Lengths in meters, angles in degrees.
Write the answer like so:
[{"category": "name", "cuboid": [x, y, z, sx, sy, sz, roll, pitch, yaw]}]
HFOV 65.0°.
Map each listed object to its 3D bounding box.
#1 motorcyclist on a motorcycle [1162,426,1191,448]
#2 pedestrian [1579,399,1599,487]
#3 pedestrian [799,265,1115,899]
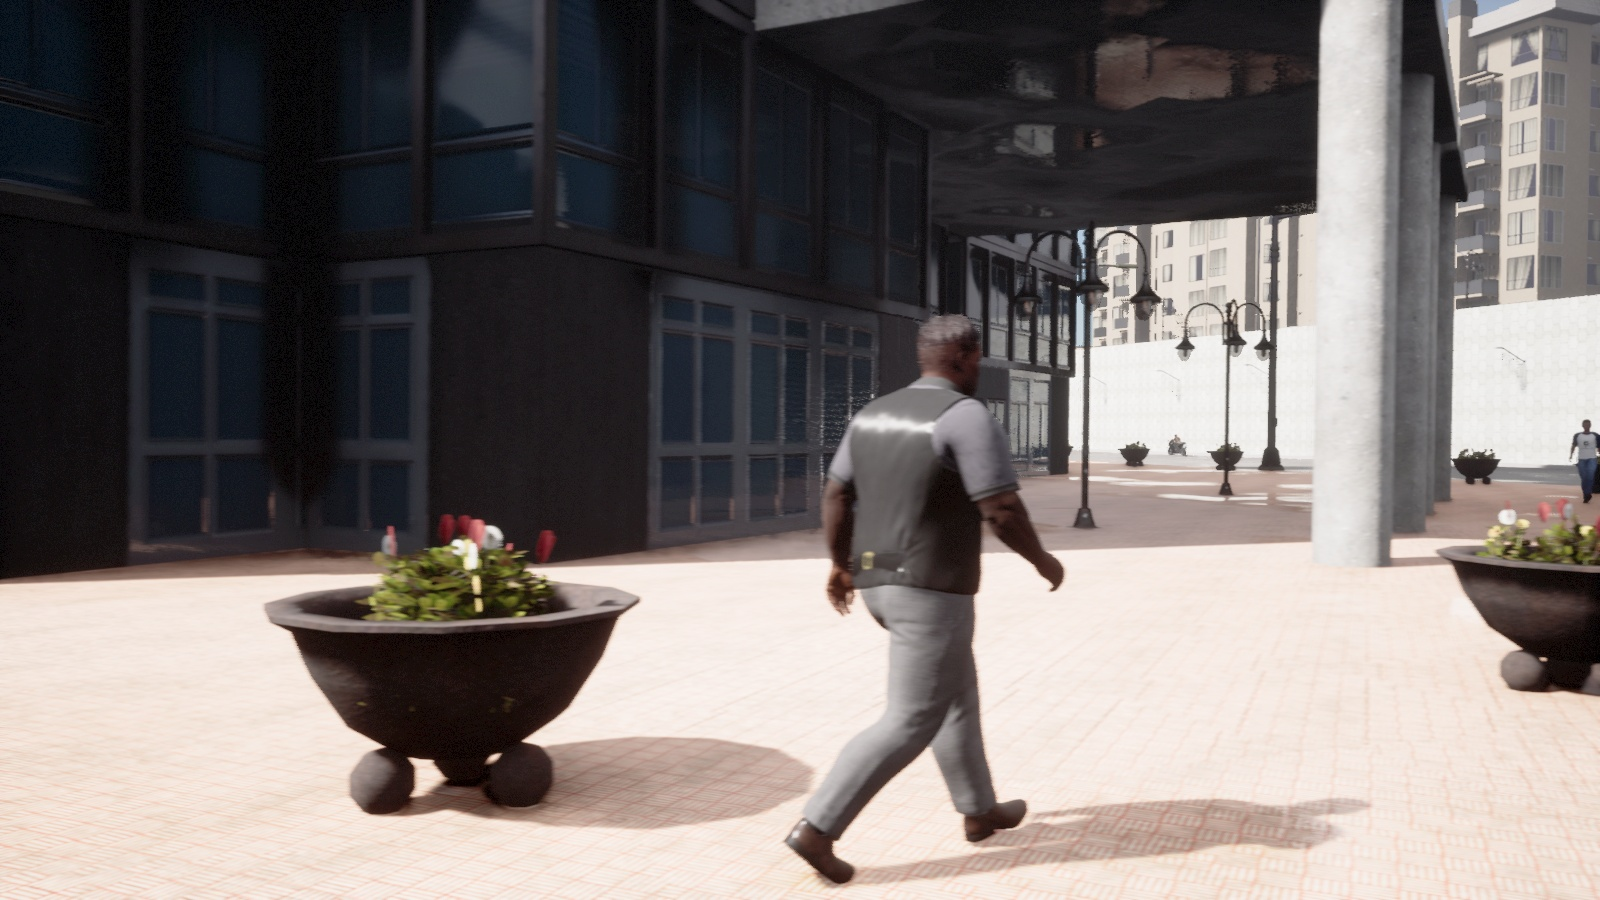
[{"category": "motorcyclist on a motorcycle", "cuboid": [25.580, -0.881, 85.358, 0.797, 1.523, 2.044, -1, 1, -19]}, {"category": "pedestrian", "cuboid": [16.699, -0.151, 26.540, 0.354, 1.836, 0.706, 0, 1, 37]}, {"category": "pedestrian", "cuboid": [0.515, 0.390, 4.138, 0.849, 1.883, 0.563, -1, 1, -29]}]
